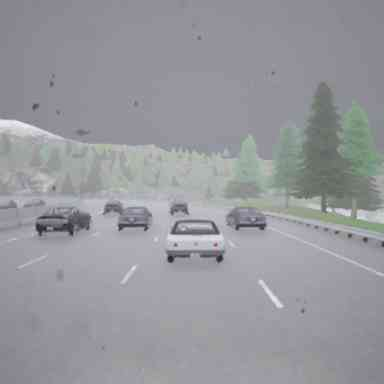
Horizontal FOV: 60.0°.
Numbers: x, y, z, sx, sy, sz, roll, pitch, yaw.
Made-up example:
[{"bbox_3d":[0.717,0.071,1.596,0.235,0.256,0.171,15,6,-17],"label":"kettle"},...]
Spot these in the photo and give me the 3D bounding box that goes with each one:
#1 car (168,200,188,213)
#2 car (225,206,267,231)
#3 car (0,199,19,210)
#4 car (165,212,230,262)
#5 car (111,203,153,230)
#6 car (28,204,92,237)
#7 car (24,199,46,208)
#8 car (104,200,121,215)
[{"bbox_3d":[-1.534,1.668,36.732,1.837,1.490,4.892,1,0,-8],"label":"car"},{"bbox_3d":[3.387,1.643,21.608,2.033,1.411,5.357,0,0,-3],"label":"car"},{"bbox_3d":[-24.375,1.720,43.722,1.812,1.442,4.674,0,0,-12],"label":"car"},{"bbox_3d":[0.095,1.656,12.393,1.895,1.301,4.718,0,0,0],"label":"car"},{"bbox_3d":[-3.619,1.644,21.639,2.033,1.411,5.357,0,0,-3],"label":"car"},{"bbox_3d":[-7.022,1.575,18.674,2.128,1.511,4.902,0,0,-2],"label":"car"},{"bbox_3d":[-21.022,1.676,44.750,1.882,1.535,5.008,0,0,-12],"label":"car"},{"bbox_3d":[-8.629,1.669,36.770,1.837,1.490,4.892,1,0,-9],"label":"car"}]
